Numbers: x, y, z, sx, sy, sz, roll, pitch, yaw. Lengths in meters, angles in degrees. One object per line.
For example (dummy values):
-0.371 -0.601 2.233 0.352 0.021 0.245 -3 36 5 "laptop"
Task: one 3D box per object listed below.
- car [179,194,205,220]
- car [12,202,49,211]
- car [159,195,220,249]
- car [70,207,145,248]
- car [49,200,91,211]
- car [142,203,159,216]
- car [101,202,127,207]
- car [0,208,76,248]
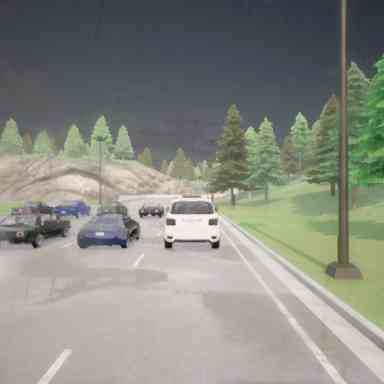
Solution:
0.000 1.255 29.680 2.150 2.045 5.566 0 0 0 "car"
-14.000 1.560 29.650 2.033 1.411 5.357 0 0 0 "car"
0.000 1.255 14.680 2.150 2.045 5.566 0 0 0 "car"
-3.500 1.569 14.650 1.994 1.385 4.181 0 0 0 "car"
-10.500 1.482 29.650 1.882 1.535 5.008 0 0 0 "car"
-3.500 1.614 29.680 1.895 1.301 4.718 0 0 0 "car"
-7.000 1.560 29.650 2.033 1.411 5.357 0 0 0 "car"
-7.000 1.613 14.680 1.895 1.301 4.718 0 0 0 "car"
